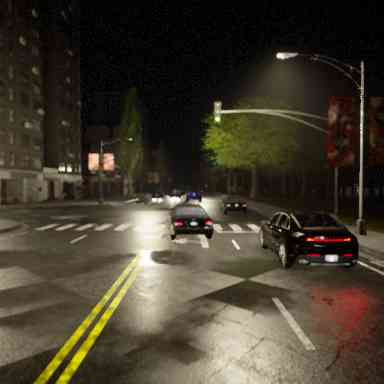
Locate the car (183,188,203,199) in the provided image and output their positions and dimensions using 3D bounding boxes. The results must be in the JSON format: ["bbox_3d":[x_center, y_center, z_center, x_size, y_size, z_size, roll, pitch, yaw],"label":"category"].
[{"bbox_3d":[0.297,0.405,45.775,2.150,2.045,5.566,0,1,0],"label":"car"}]

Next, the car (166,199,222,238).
[{"bbox_3d":[-0.206,1.266,15.753,2.033,1.411,5.357,0,1,-6],"label":"car"}]

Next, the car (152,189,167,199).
[{"bbox_3d":[-6.267,0.398,61.696,2.128,1.511,4.902,0,1,1],"label":"car"}]

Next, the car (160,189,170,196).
[{"bbox_3d":[-6.170,0.136,76.924,1.882,1.535,5.008,0,1,0],"label":"car"}]

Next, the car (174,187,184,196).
[{"bbox_3d":[-2.920,-0.118,77.021,2.150,2.045,5.566,0,1,0],"label":"car"}]

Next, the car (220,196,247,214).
[{"bbox_3d":[3.472,1.045,28.258,2.033,1.411,5.357,0,1,0],"label":"car"}]

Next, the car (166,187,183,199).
[{"bbox_3d":[-3.018,0.399,61.683,2.128,1.511,4.902,0,1,1],"label":"car"}]

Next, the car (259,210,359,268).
[{"bbox_3d":[3.395,1.317,10.481,1.837,1.490,4.892,0,1,0],"label":"car"}]
